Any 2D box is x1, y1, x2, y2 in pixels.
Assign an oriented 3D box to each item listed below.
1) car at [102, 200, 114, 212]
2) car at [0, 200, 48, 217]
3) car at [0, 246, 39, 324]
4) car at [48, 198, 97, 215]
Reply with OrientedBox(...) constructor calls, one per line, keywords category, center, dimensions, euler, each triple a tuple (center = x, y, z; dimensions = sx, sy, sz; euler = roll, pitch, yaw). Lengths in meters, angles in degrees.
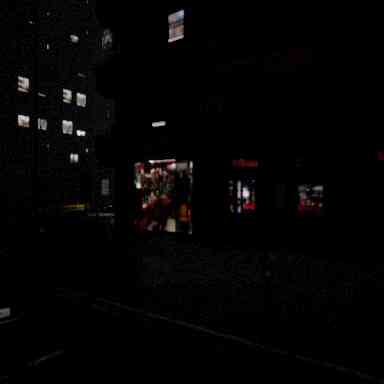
OrientedBox(category="car", center=(-6.570, 1.165, 32.459), dimensions=(1.837, 1.490, 4.892), euler=(0, 1, 35))
OrientedBox(category="car", center=(-14.128, 1.342, 26.142), dimensions=(2.008, 1.369, 4.403), euler=(1, 1, 35))
OrientedBox(category="car", center=(-4.567, 1.549, 6.131), dimensions=(4.403, 1.369, 2.008), euler=(0, 0, 36))
OrientedBox(category="car", center=(-11.038, 1.242, 30.567), dimensions=(1.752, 1.417, 4.829), euler=(1, 1, 35))
